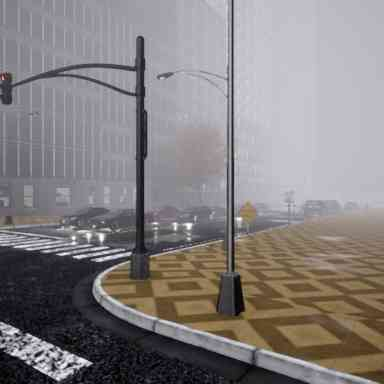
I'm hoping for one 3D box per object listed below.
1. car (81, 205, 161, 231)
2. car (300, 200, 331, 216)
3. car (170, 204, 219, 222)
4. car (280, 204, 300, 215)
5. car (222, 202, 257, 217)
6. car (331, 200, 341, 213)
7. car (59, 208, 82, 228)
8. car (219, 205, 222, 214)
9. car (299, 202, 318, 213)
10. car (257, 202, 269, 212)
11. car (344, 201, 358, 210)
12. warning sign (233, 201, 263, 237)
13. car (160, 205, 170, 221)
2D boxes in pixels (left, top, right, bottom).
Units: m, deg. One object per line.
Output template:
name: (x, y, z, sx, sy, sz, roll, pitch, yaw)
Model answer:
car: (-4.856, 1.873, 23.628, 2.033, 1.411, 5.357, 0, -1, 33)
car: (16.580, 2.076, 44.480, 2.150, 2.045, 5.566, 0, -1, 33)
car: (0.346, 2.002, 31.685, 1.837, 1.490, 4.892, 0, -1, 33)
car: (13.643, 2.371, 46.025, 1.812, 1.442, 4.674, 0, -1, 33)
car: (5.837, 2.204, 40.173, 1.812, 1.442, 4.674, 0, -1, 33)
car: (22.408, 2.266, 53.509, 2.150, 2.045, 5.566, 0, -1, 33)
car: (-7.724, 1.843, 25.166, 1.812, 1.442, 4.674, 0, -1, 31)
car: (2.596, 2.222, 41.160, 1.994, 1.385, 4.181, 0, -1, 32)
car: (19.200, 2.505, 54.717, 1.882, 1.535, 5.008, 0, -1, 33)
car: (10.831, 2.405, 53.744, 1.882, 1.535, 5.008, 0, -1, 33)
car: (31.503, 2.661, 65.686, 2.097, 1.767, 4.553, 0, -1, 33)
warning sign: (3.136, 1.454, 18.552, 1.300, 1.860, 1.060, 1, 1, 33)
car: (-2.796, 2.005, 32.810, 1.812, 1.442, 4.674, 0, -1, 33)
